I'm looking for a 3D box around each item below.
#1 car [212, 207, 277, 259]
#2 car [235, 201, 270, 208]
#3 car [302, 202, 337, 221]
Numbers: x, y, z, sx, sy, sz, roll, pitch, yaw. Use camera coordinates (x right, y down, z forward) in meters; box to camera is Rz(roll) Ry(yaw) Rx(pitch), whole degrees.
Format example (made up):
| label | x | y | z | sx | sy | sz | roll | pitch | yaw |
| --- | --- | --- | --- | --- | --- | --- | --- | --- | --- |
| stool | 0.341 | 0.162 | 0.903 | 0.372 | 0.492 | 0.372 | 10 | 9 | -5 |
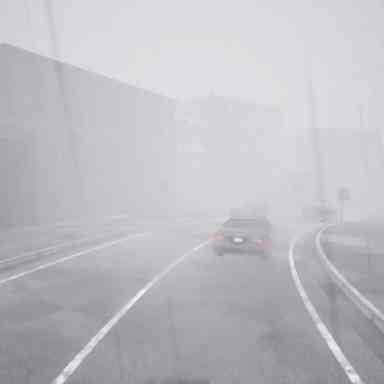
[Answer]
| label | x | y | z | sx | sy | sz | roll | pitch | yaw |
| --- | --- | --- | --- | --- | --- | --- | --- | --- | --- |
| car | 2.155 | 1.546 | 12.745 | 2.033 | 1.411 | 5.357 | 2 | 0 | 17 |
| car | 4.921 | 1.474 | 27.464 | 2.033 | 1.411 | 5.357 | 3 | 1 | 33 |
| car | 11.710 | 1.691 | 30.308 | 1.882 | 1.535 | 5.008 | 4 | 1 | 39 |
